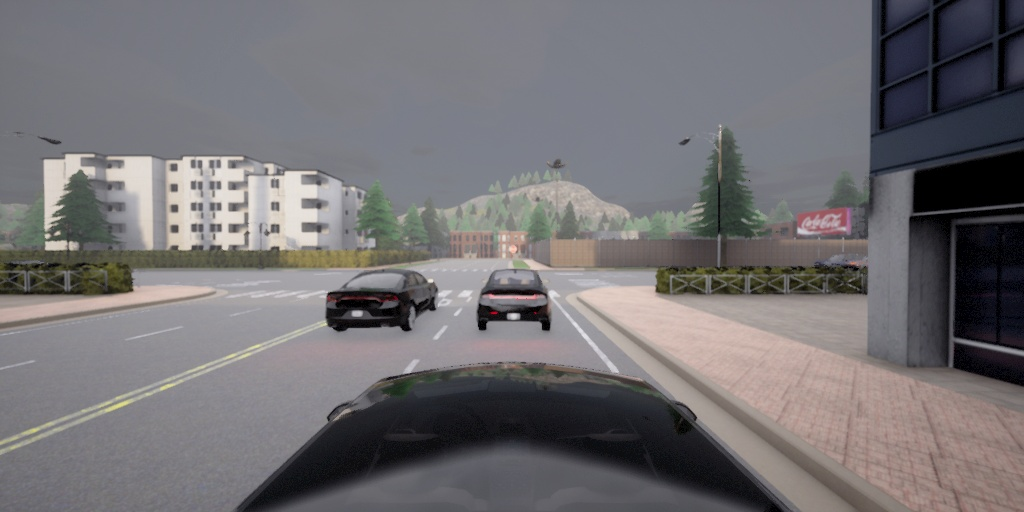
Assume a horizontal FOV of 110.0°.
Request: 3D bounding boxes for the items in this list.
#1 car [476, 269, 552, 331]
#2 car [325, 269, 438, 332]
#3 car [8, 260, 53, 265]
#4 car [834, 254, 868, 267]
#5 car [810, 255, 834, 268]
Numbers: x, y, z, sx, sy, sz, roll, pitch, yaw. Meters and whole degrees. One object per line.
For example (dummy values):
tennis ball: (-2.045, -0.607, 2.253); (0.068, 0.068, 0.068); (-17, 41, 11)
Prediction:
car: (0.097, 1.111, 10.447); (2.128, 1.511, 4.902); (0, 1, 2)
car: (-3.453, 1.099, 10.445); (1.882, 1.535, 5.008); (0, 1, 0)
car: (-33.584, 0.970, 25.102); (4.181, 1.385, 1.994); (0, 1, 0)
car: (29.187, 0.700, 28.687); (4.553, 1.767, 2.097); (0, 1, 1)
car: (29.580, 0.648, 32.182); (4.553, 1.767, 2.097); (0, 1, 1)
